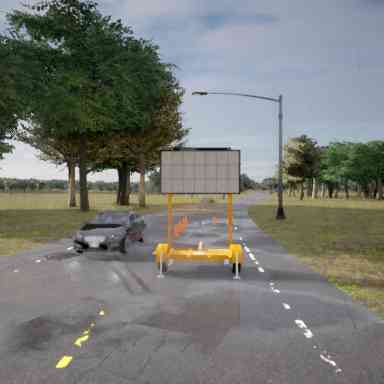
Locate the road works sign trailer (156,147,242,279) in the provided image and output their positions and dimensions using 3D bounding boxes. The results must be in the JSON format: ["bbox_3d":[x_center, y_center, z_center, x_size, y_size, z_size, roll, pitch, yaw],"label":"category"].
[{"bbox_3d":[0.248,0.465,10.076,2.380,3.560,2.880,0,0,3],"label":"road works sign trailer"}]

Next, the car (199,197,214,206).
[{"bbox_3d":[2.469,1.536,54.565,2.128,1.511,4.902,0,0,12],"label":"car"}]

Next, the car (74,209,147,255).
[{"bbox_3d":[-3.101,1.491,13.484,2.128,1.511,4.902,0,0,4],"label":"car"}]
